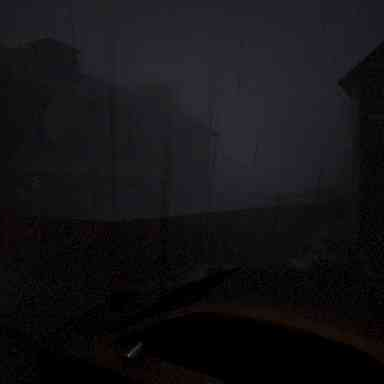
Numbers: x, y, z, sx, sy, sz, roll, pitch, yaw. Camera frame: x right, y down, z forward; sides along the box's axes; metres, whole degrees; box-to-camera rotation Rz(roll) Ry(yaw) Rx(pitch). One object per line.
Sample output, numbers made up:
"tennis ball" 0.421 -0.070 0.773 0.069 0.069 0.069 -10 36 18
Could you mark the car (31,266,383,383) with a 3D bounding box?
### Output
"car" 0.425 1.451 2.917 4.193 1.474 1.816 0 6 33
